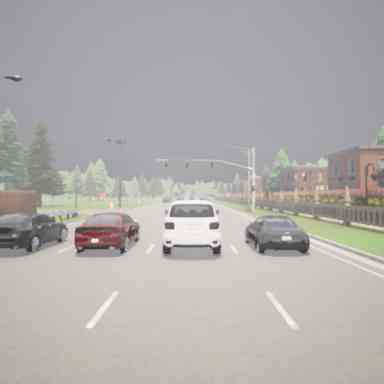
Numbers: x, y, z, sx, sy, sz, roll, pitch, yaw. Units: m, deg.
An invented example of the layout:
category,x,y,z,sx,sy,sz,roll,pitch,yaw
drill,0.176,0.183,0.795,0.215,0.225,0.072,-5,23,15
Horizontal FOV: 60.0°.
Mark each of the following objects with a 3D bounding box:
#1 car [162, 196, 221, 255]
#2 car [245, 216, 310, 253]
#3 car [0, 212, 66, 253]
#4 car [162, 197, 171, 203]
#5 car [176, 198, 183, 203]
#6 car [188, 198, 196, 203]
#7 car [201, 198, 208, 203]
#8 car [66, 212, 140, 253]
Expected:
category,x,y,z,sx,sy,sz,roll,pitch,yaw
car,-0.001,1.347,14.021,2.150,2.045,5.566,0,0,0
car,3.501,1.698,14.285,1.994,1.385,4.181,0,0,0
car,-6.998,1.641,14.313,1.837,1.490,4.892,0,0,0
car,-7.017,2.205,92.754,2.097,1.767,4.553,0,-1,0
car,-3.517,2.375,92.783,1.812,1.442,4.674,0,-1,0
car,-0.016,2.369,92.368,2.033,1.411,5.357,0,-1,0
car,3.483,2.446,92.814,1.895,1.301,4.718,0,-1,0
car,-3.496,1.613,14.475,1.882,1.535,5.008,0,0,0
